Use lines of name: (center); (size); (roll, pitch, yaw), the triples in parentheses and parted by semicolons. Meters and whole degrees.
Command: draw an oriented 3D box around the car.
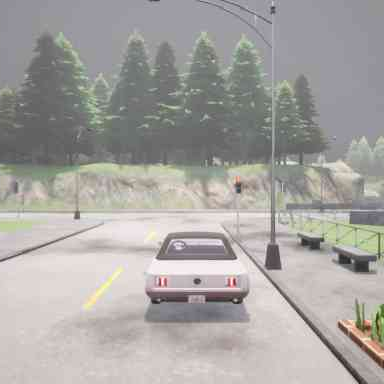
car: (0.095, 1.601, 8.086); (1.895, 1.301, 4.718); (0, 0, 0)
